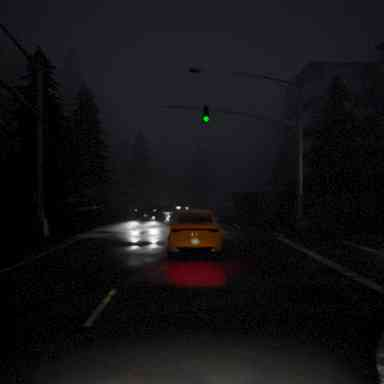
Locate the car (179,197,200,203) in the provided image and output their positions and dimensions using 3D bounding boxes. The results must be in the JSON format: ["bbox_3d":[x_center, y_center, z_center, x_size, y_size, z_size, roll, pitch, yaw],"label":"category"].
[{"bbox_3d":[-0.419,1.334,46.566,1.994,1.385,4.181,0,0,24],"label":"car"}]

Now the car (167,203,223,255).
[{"bbox_3d":[0.102,1.413,13.066,1.882,1.535,5.008,0,0,0],"label":"car"}]

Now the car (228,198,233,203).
[{"bbox_3d":[8.425,1.252,58.790,4.892,1.490,1.837,0,0,-40],"label":"car"}]

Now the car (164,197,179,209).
[{"bbox_3d":[-2.998,1.343,36.910,1.812,1.442,4.674,0,0,7],"label":"car"}]

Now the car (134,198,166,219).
[{"bbox_3d":[-3.517,1.464,27.617,1.895,1.301,4.718,0,0,1],"label":"car"}]
